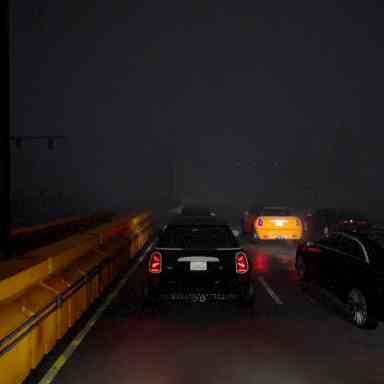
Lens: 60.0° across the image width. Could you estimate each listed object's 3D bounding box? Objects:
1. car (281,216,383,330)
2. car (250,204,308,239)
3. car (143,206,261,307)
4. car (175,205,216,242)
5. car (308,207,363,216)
[{"bbox_3d":[3.621,1.492,6.872,2.128,1.511,4.902,0,0,0],"label":"car"},{"bbox_3d":[3.655,1.352,15.983,2.097,1.767,4.553,0,0,0],"label":"car"},{"bbox_3d":[0.125,1.352,8.112,2.097,1.767,4.553,0,0,0],"label":"car"},{"bbox_3d":[0.158,1.505,17.288,1.837,1.490,4.892,0,0,0],"label":"car"},{"bbox_3d":[7.157,1.505,16.852,1.837,1.490,4.892,0,0,0],"label":"car"}]
